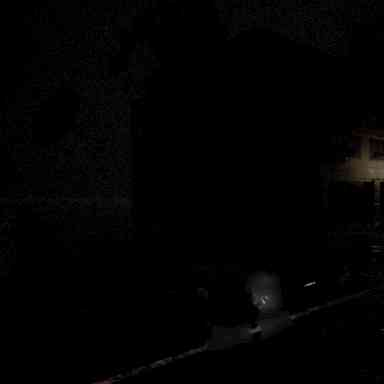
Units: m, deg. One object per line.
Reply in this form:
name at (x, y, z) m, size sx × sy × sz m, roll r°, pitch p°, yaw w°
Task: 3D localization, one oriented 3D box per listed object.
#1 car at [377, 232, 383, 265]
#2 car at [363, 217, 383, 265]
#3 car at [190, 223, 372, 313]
car at (6.462, 1.556, 7.663) m, size 4.718 × 1.301 × 1.895 m, roll 0°, pitch 0°, yaw -35°
car at (6.390, 1.491, 10.767) m, size 4.507 × 1.381 × 1.887 m, roll 0°, pitch 0°, yaw -36°
car at (1.989, 1.538, 7.629) m, size 4.313 × 1.339 × 1.947 m, roll 0°, pitch 0°, yaw -36°
